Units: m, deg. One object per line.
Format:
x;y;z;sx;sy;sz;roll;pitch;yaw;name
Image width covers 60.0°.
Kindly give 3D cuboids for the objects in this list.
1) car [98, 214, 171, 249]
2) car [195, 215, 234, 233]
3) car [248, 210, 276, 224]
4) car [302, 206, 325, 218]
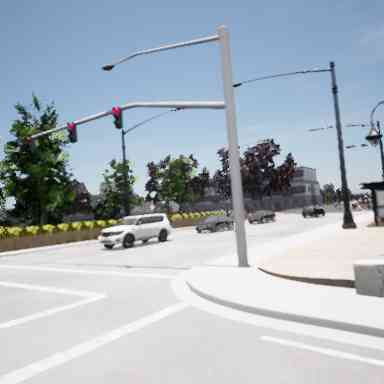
-3.796;2.634;23.006;2.150;2.045;5.566;-7;-4;36;car
2.173;2.942;31.076;1.812;1.442;4.674;-7;-4;36;car
8.263;2.926;39.348;1.837;1.490;4.892;-7;-4;36;car
15.871;2.563;43.545;2.128;1.511;4.902;-7;-4;36;car
